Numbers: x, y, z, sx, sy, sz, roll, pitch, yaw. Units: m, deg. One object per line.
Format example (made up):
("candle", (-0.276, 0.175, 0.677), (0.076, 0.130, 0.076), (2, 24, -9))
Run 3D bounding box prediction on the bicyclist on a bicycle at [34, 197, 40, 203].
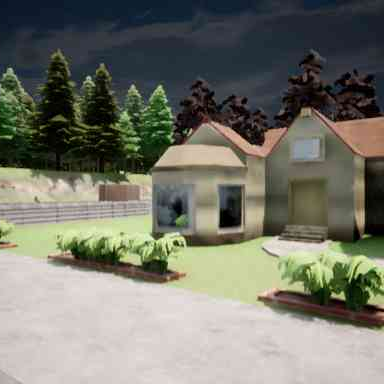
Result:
("bicyclist on a bicycle", (-16.731, 1.326, 35.818), (1.656, 1.620, 0.582), (0, 0, 36))
